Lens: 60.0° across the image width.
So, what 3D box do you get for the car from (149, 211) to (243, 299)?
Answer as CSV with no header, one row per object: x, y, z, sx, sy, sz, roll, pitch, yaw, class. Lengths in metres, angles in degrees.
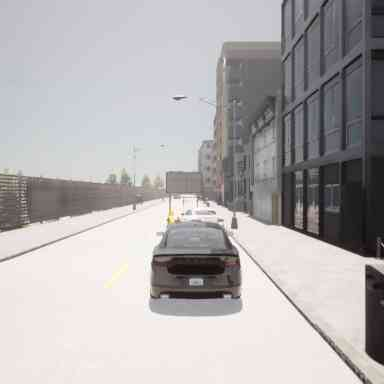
0.074,1.477,8.500,1.882,1.535,5.008,0,0,0,car

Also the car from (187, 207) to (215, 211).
0.447,1.539,17.850,1.812,1.442,4.674,0,-1,-10,car

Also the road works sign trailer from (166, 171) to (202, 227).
-0.557,0.464,21.330,2.380,3.560,2.880,0,0,-17,road works sign trailer
